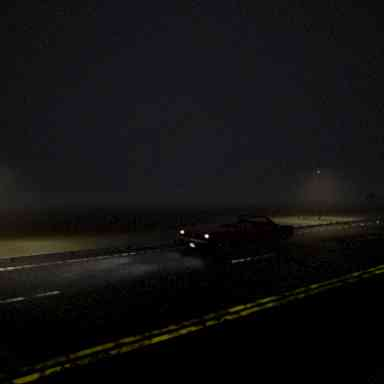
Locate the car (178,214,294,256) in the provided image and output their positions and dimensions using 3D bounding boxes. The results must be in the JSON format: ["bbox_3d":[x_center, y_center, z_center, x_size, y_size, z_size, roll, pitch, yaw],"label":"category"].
[{"bbox_3d":[1.804,1.554,13.023,4.718,1.301,1.895,0,0,-36],"label":"car"}]
